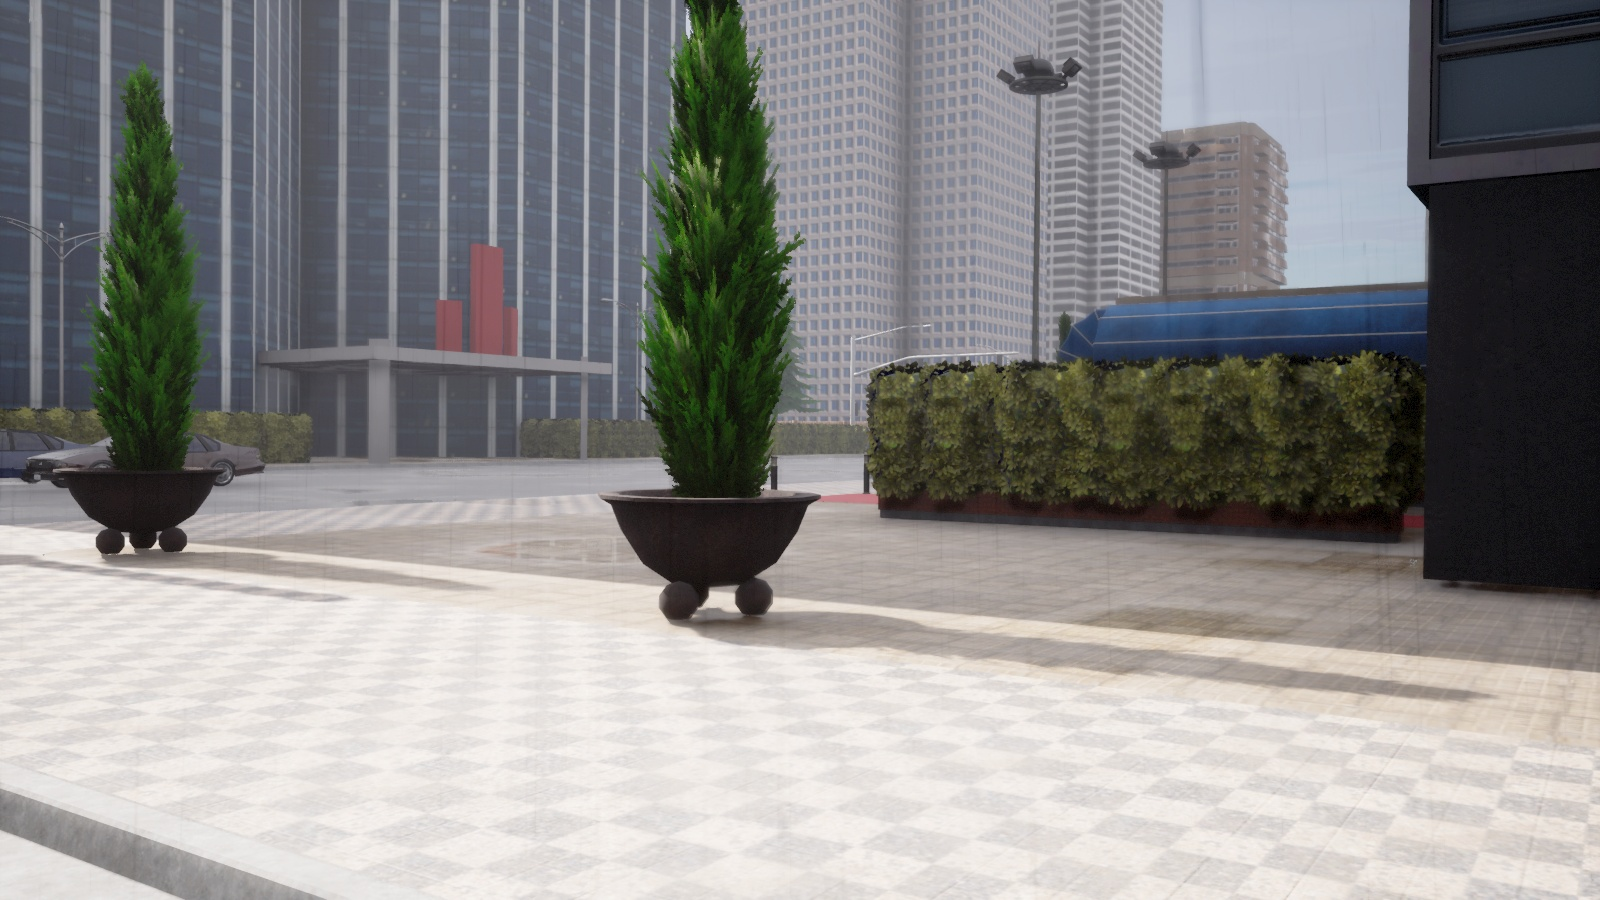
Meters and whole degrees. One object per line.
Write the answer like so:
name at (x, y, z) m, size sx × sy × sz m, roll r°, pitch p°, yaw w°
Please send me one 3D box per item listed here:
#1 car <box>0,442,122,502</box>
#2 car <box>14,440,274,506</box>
car at (-20.038, 0.535, 31.129) m, size 2.033 × 1.411 × 5.357 m, roll 0°, pitch 1°, yaw 33°
car at (-15.983, 0.501, 30.944) m, size 2.033 × 1.411 × 5.357 m, roll 0°, pitch 1°, yaw 33°
